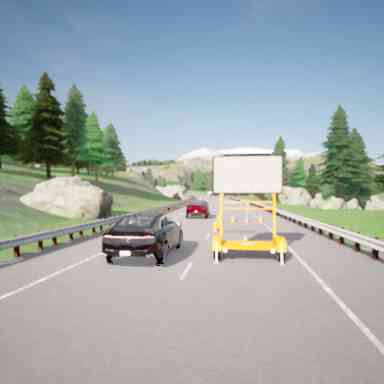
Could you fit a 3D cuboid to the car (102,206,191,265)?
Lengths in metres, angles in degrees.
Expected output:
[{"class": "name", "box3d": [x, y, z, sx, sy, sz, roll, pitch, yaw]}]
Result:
[{"class": "car", "box3d": [-1.537, 1.483, 11.674, 2.128, 1.511, 4.902, 0, 0, 8]}]

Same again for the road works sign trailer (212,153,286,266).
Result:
[{"class": "road works sign trailer", "box3d": [1.939, 0.456, 11.671, 2.380, 3.560, 2.880, 0, 0, 7]}]

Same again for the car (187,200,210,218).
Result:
[{"class": "car", "box3d": [0.594, 1.456, 30.194, 1.882, 1.535, 5.008, 0, 0, 6]}]
